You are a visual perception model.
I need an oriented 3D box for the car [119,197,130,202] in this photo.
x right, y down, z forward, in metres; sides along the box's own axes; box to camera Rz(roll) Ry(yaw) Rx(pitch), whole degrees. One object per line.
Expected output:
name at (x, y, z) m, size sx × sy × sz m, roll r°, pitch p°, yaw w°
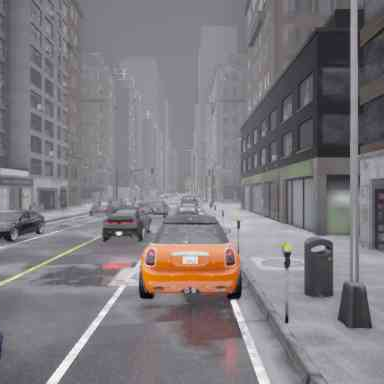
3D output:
car at (-8.813, 1.567, 38.453) m, size 1.947 × 1.339 × 4.313 m, roll 0°, pitch 0°, yaw 0°

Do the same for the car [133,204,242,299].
car at (-0.032, 1.353, 8.621) m, size 2.097 × 1.767 × 4.553 m, roll 0°, pitch 0°, yaw 0°

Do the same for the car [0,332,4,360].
car at (-3.146, 1.525, 2.004) m, size 1.812 × 1.442 × 4.674 m, roll 0°, pitch 0°, yaw 0°

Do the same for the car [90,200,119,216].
car at (-8.813, 1.583, 32.928) m, size 1.802 × 1.307 × 4.206 m, roll 0°, pitch 0°, yaw 0°

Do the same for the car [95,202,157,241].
car at (-3.127, 1.508, 16.742) m, size 1.837 × 1.490 × 4.892 m, roll 0°, pitch 1°, yaw 0°

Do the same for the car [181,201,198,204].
car at (-0.287, 1.551, 21.888) m, size 2.008 × 1.369 × 4.403 m, roll 0°, pitch 0°, yaw 0°

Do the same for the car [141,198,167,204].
car at (-3.137, 1.549, 30.763) m, size 2.033 × 1.411 × 5.357 m, roll 0°, pitch 0°, yaw 0°

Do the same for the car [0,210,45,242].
car at (-8.813, 1.566, 16.352) m, size 1.947 × 1.339 × 4.313 m, roll 0°, pitch 0°, yaw 0°

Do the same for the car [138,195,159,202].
car at (-6.164, 1.353, 45.878) m, size 2.097 × 1.767 × 4.553 m, roll 0°, pitch 0°, yaw 0°

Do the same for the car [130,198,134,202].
car at (-8.813, 1.442, 43.978) m, size 1.967 × 1.590 × 4.097 m, roll 0°, pitch 0°, yaw 0°

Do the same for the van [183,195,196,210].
van at (-0.287, 1.343, 43.983) m, size 1.690 × 1.788 × 3.998 m, roll 0°, pitch 0°, yaw 0°

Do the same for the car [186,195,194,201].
car at (-0.572, 1.470, 87.873) m, size 1.967 × 1.590 × 4.097 m, roll 0°, pitch 0°, yaw -1°

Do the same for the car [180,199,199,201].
car at (-0.287, 1.552, 27.412) m, size 2.008 × 1.369 × 4.403 m, roll 0°, pitch 0°, yaw 0°

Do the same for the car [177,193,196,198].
car at (-0.287, 1.316, 38.459) m, size 2.192 × 1.841 × 5.009 m, roll 0°, pitch 0°, yaw 0°
